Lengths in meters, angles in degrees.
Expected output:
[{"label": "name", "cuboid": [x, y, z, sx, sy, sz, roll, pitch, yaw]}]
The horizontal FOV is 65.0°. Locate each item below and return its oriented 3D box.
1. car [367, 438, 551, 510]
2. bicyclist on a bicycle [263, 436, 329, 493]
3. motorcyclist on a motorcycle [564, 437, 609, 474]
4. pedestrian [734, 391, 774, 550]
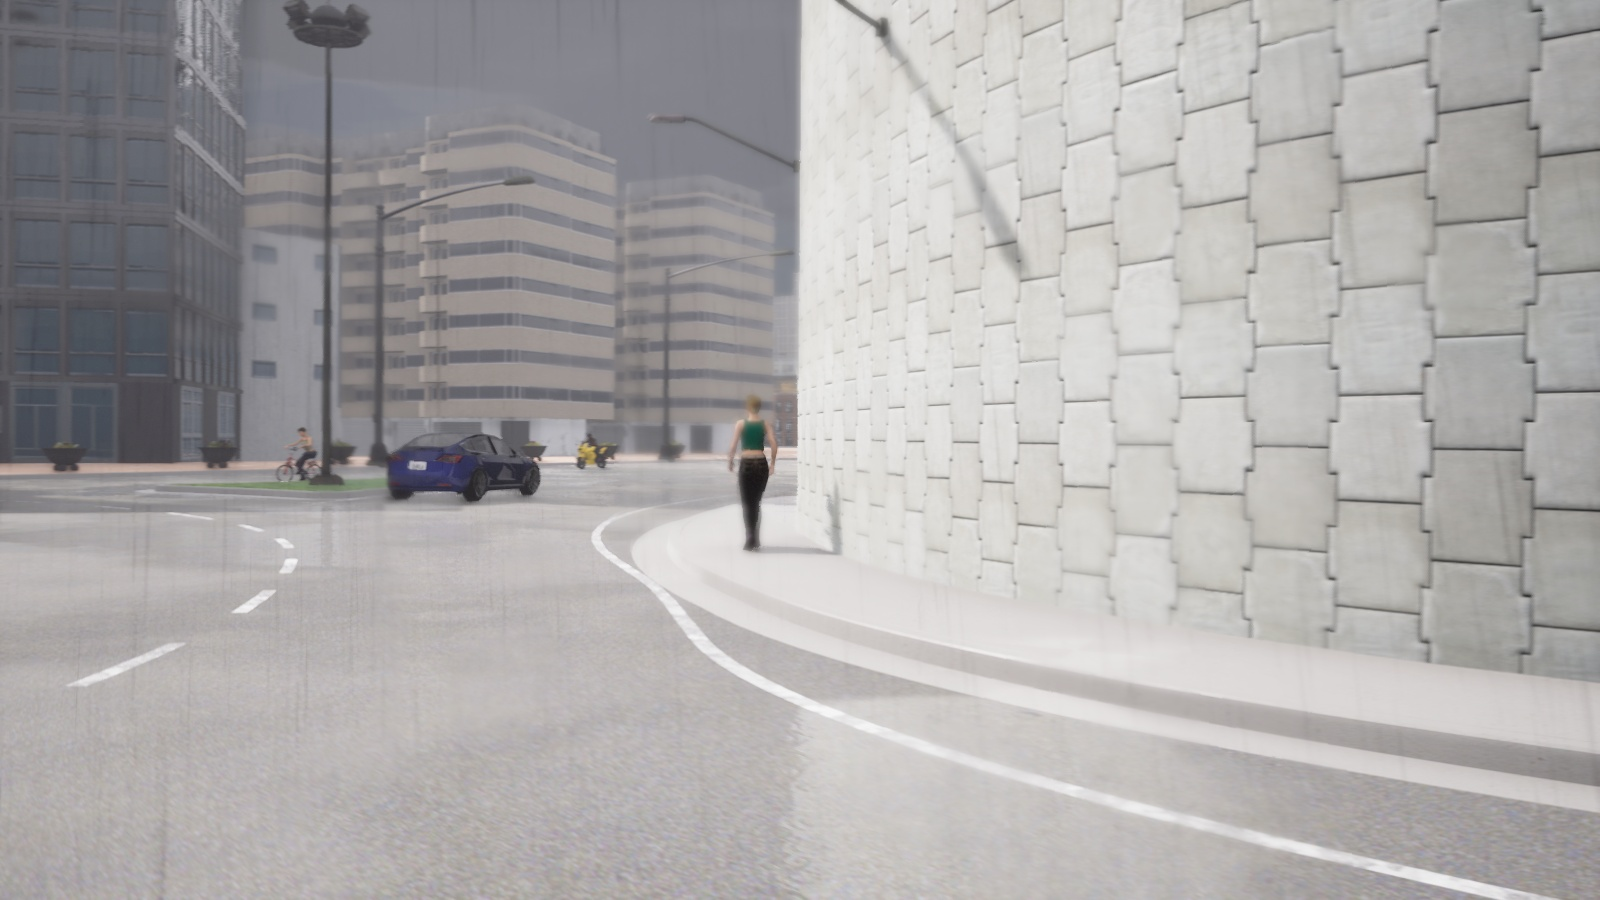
[{"label": "car", "cuboid": [-7.627, 0.491, 28.673, 2.163, 1.488, 4.792, 0, 1, 10]}, {"label": "bicyclist on a bicycle", "cuboid": [-14.554, 0.409, 36.296, 0.866, 1.612, 1.509, 0, 1, 34]}, {"label": "motorcyclist on a motorcycle", "cuboid": [-8.978, 0.222, 52.888, 0.797, 1.523, 2.044, 0, 1, 28]}, {"label": "pedestrian", "cuboid": [-0.546, 0.232, 14.739, 0.345, 1.836, 0.594, -1, 1, -12]}]
